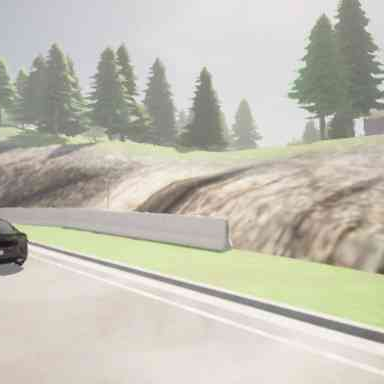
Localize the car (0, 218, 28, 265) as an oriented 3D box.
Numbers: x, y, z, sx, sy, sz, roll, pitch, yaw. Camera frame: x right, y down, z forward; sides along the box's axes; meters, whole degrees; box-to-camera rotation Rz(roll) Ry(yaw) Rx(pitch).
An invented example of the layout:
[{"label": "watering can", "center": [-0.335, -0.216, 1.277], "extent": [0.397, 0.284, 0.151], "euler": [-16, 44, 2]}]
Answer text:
[{"label": "car", "center": [-7.095, 1.535, 10.915], "extent": [5.008, 1.535, 1.882], "euler": [0, 0, 44]}]
